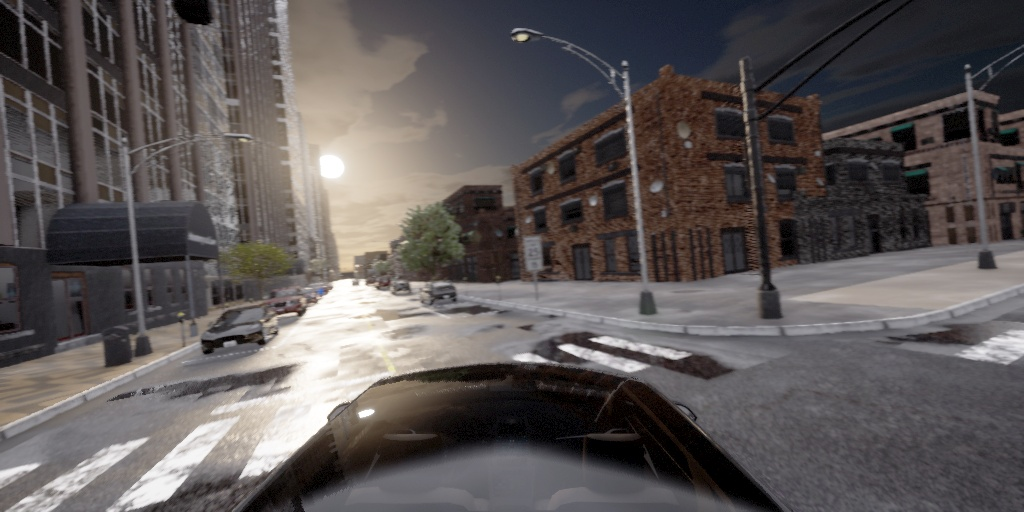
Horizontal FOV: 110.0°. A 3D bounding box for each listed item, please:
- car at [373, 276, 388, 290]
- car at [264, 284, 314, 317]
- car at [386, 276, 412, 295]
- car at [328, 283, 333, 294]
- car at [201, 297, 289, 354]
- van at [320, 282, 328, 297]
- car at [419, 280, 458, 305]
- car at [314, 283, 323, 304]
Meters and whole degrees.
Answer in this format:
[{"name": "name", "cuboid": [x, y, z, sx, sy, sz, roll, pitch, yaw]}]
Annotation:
[{"name": "car", "cuboid": [-18.613, 3.858, 52.357, 2.192, 1.841, 5.009, 0, 0, -25]}, {"name": "car", "cuboid": [-14.373, 2.952, 23.044, 2.192, 1.841, 5.009, 0, 0, -25]}, {"name": "car", "cuboid": [-11.338, 3.107, 36.649, 2.007, 1.370, 4.403, 0, 0, -25]}, {"name": "car", "cuboid": [-28.500, 4.874, 53.840, 2.192, 1.841, 5.009, 0, 0, -25]}, {"name": "car", "cuboid": [-10.065, 2.617, 13.660, 1.948, 1.339, 4.313, 0, 0, -25]}, {"name": "van", "cuboid": [-23.862, 4.271, 43.809, 1.690, 1.789, 3.998, 0, 0, -25]}, {"name": "car", "cuboid": [-4.583, 2.194, 22.319, 2.007, 1.370, 4.403, 0, 0, -25]}, {"name": "car", "cuboid": [-18.930, 3.700, 33.113, 1.967, 1.591, 4.097, 0, 0, -25]}]
